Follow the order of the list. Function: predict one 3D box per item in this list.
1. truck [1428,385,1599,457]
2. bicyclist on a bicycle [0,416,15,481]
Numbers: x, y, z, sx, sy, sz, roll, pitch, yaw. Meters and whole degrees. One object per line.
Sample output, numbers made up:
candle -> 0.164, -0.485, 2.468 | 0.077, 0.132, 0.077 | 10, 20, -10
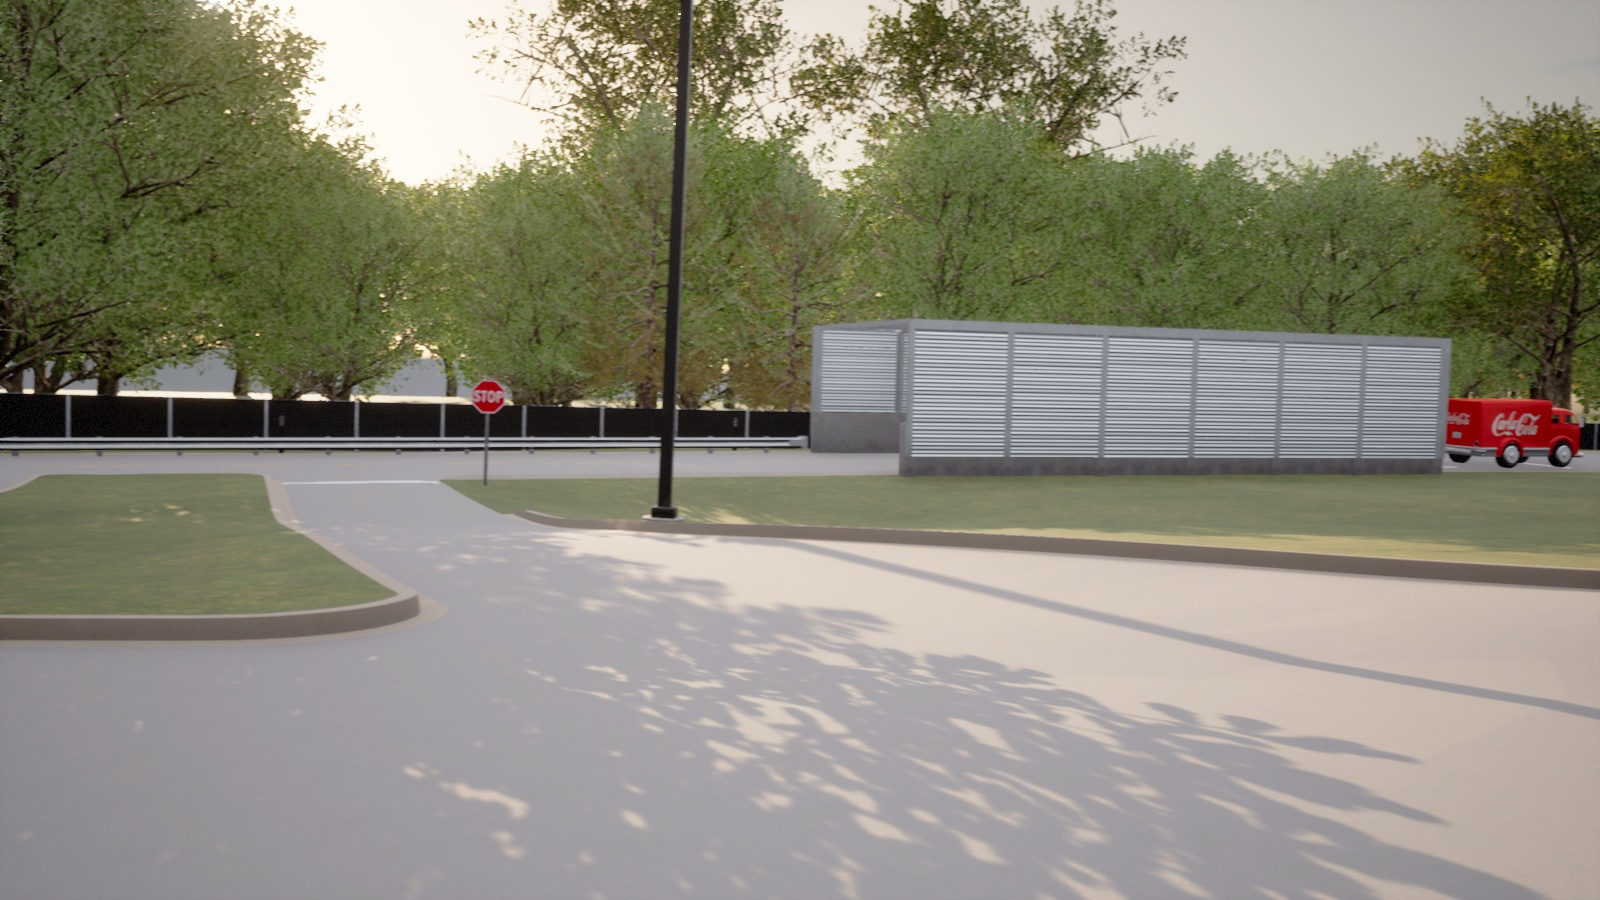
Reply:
truck -> 26.472, -1.142, 46.667 | 5.204, 2.467, 2.627 | -1, 4, -18
bicyclist on a bicycle -> -20.699, -0.017, 31.488 | 0.866, 1.612, 1.509 | 4, 5, 18
